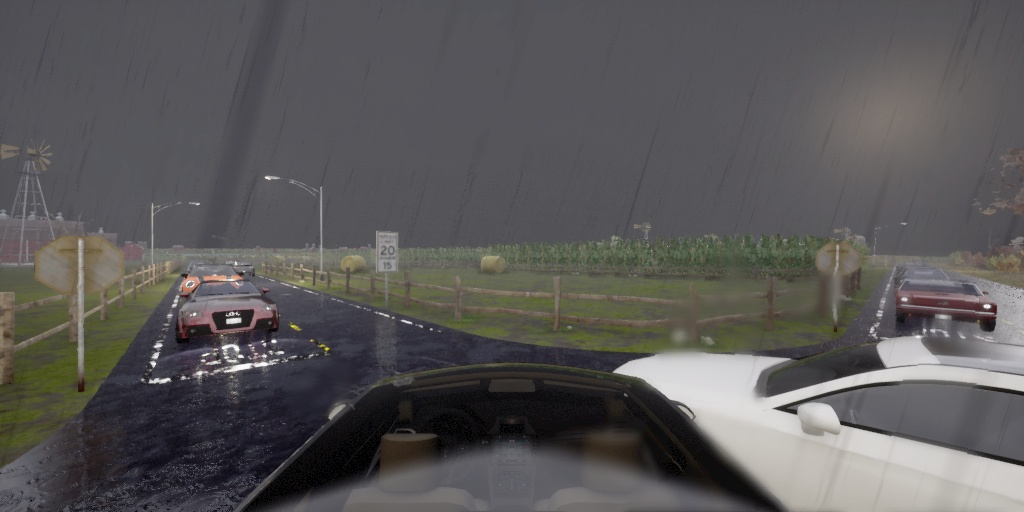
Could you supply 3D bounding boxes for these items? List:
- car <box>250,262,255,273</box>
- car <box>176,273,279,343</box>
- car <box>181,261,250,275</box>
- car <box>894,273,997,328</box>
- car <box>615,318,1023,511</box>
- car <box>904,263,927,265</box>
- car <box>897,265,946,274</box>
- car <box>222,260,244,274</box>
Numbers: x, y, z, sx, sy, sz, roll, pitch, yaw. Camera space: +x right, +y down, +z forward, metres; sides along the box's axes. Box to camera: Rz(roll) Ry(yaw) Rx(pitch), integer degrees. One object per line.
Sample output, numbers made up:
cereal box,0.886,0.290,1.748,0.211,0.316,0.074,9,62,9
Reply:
car,-26.918,1.273,35.700,2.128,1.511,4.902,0,0,-41
car,-7.923,1.353,9.953,1.994,1.385,4.181,0,0,-42
car,-13.688,1.136,16.447,2.097,1.767,4.553,0,0,-42
car,13.538,1.394,11.389,4.718,1.301,1.895,0,1,-43
car,2.842,1.294,2.347,1.812,1.442,4.674,0,1,-44
car,27.393,1.392,24.182,4.181,1.385,1.994,0,1,-43
car,20.627,1.357,17.940,5.357,1.411,2.033,0,1,-43
car,-33.625,1.292,43.170,1.837,1.490,4.892,0,0,-41
